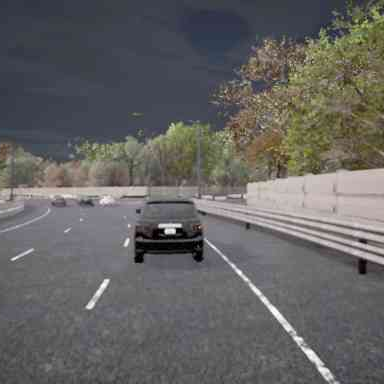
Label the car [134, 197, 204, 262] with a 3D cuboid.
[{"bbox_3d":[-0.886,1.187,12.152,2.150,2.045,5.566,0,0,-6],"label":"car"}]

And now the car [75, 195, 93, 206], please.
[{"bbox_3d":[-16.508,1.230,50.680,2.097,1.767,4.553,0,0,-27],"label":"car"}]

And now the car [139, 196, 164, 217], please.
[{"bbox_3d":[-3.921,1.262,31.437,2.097,1.767,4.553,0,0,-9],"label":"car"}]

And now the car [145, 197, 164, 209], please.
[{"bbox_3d":[-4.901,1.399,43.770,1.812,1.442,4.674,0,0,2],"label":"car"}]

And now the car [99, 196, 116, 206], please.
[{"bbox_3d":[-13.102,1.392,51.755,1.812,1.442,4.674,0,0,-27],"label":"car"}]

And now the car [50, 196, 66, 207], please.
[{"bbox_3d":[-20.350,1.379,50.456,2.128,1.511,4.902,0,0,-29],"label":"car"}]
